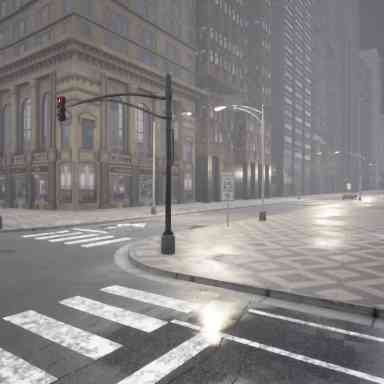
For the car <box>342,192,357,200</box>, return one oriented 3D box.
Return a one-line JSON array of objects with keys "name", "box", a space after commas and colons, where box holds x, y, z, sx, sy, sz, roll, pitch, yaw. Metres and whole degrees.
[{"name": "car", "box": [28.238, 0.712, 59.508, 1.895, 1.301, 4.718, 0, 1, 35]}]
